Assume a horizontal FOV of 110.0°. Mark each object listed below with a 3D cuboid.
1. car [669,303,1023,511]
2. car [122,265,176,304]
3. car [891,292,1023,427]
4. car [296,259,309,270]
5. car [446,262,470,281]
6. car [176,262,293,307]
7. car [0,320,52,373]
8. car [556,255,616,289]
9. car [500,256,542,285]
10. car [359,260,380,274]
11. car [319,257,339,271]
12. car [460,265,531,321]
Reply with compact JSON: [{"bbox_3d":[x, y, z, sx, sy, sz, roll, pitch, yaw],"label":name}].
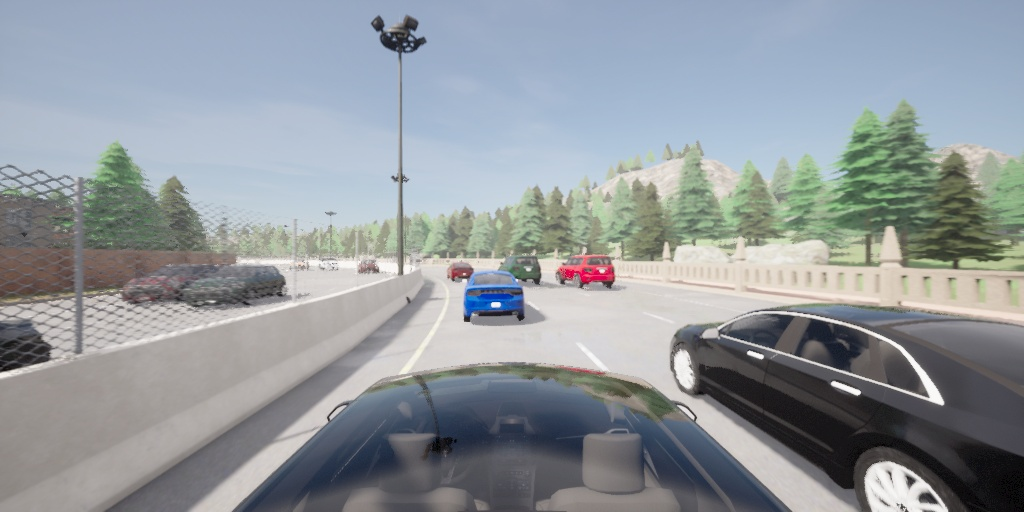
[{"bbox_3d":[3.407,1.243,3.708,1.837,1.490,4.892,0,0,-1],"label":"car"},{"bbox_3d":[-15.740,1.184,17.125,2.097,1.767,4.553,0,0,-11],"label":"car"},{"bbox_3d":[6.990,1.269,2.929,2.033,1.411,5.357,0,0,-1],"label":"car"},{"bbox_3d":[-32.667,1.295,55.104,2.097,1.767,4.553,0,0,-37],"label":"car"},{"bbox_3d":[-4.468,1.277,30.630,1.882,1.535,5.008,0,0,-17],"label":"car"},{"bbox_3d":[-11.994,1.167,15.998,2.097,1.767,4.553,0,0,-10],"label":"car"},{"bbox_3d":[-7.235,1.286,2.824,1.837,1.490,4.892,0,0,-2],"label":"car"},{"bbox_3d":[4.648,0.975,23.272,2.150,2.045,5.566,0,0,-12],"label":"car"},{"bbox_3d":[0.465,0.995,25.989,2.150,2.045,5.566,0,0,-13],"label":"car"},{"bbox_3d":[-17.427,1.219,43.783,2.097,1.767,4.553,0,0,-27],"label":"car"},{"bbox_3d":[-27.838,1.141,54.531,2.150,2.045,5.566,0,0,-35],"label":"car"},{"bbox_3d":[-0.735,1.242,12.670,1.882,1.535,5.008,0,0,-6],"label":"car"}]
